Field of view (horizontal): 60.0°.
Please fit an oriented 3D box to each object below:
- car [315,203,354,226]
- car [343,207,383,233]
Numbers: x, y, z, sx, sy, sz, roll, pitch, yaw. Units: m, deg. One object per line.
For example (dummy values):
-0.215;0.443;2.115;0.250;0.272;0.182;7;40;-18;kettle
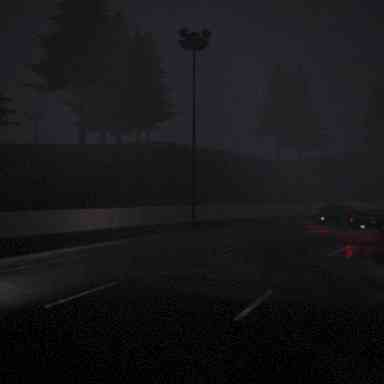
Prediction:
11.107;1.616;24.712;4.892;1.490;1.837;0;0;-36;car
11.522;1.705;20.463;4.718;1.301;1.895;0;0;-39;car
